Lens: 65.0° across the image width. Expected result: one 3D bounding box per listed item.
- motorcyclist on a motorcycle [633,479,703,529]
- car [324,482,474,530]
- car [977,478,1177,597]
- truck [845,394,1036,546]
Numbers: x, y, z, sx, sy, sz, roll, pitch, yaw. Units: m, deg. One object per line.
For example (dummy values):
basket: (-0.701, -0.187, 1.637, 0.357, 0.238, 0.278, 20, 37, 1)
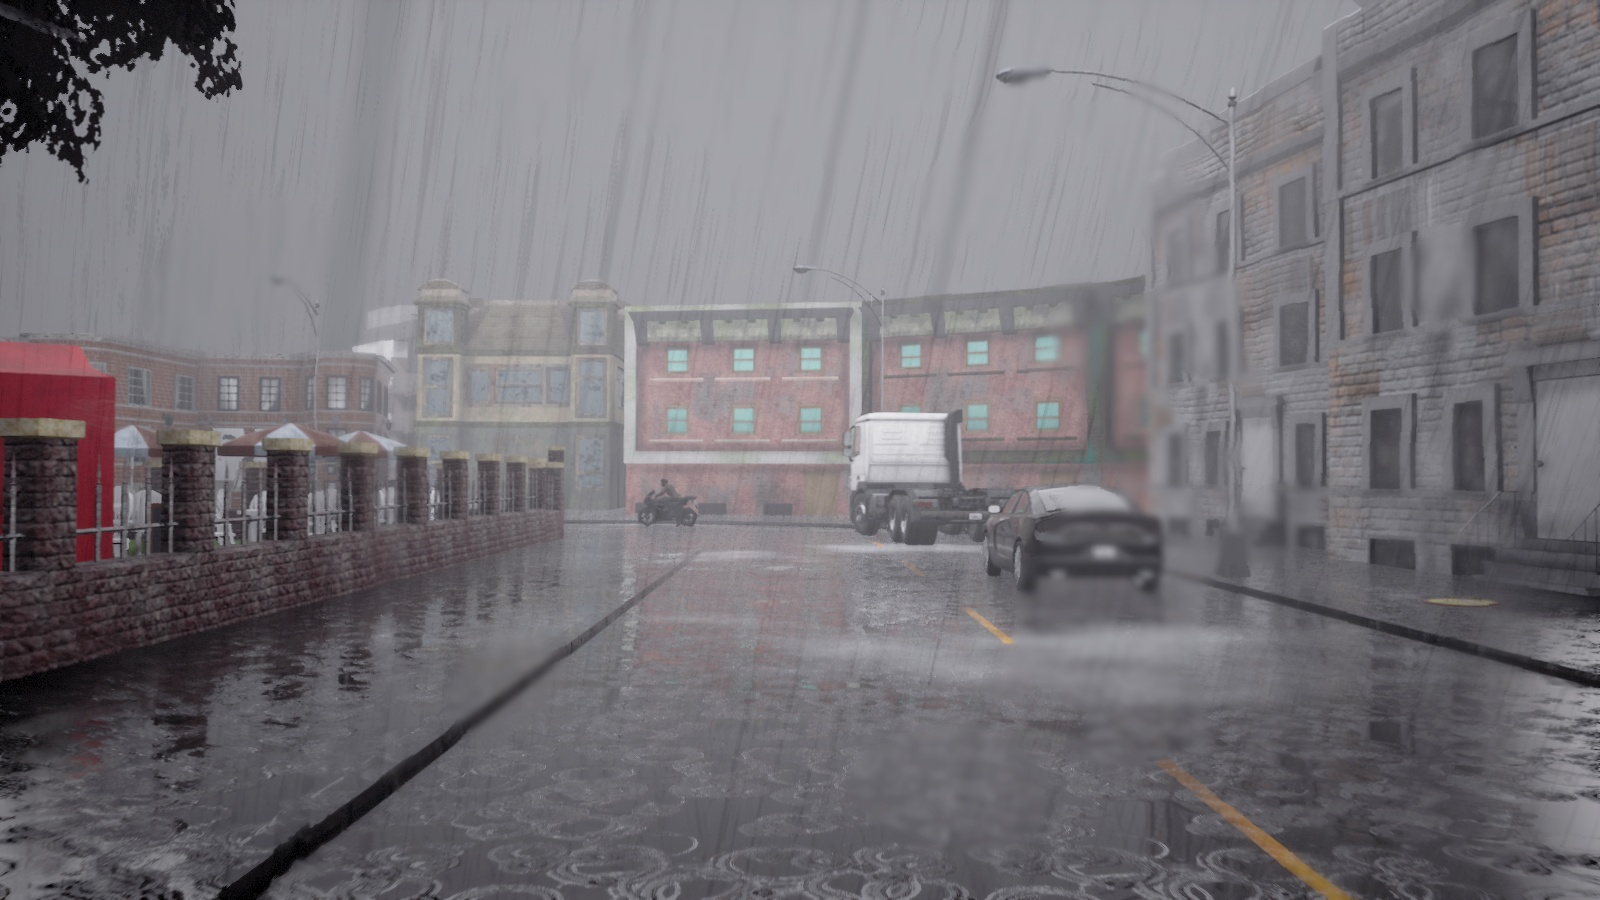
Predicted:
motorcyclist on a motorcycle: (-4.155, 1.694, 39.602, 2.044, 1.523, 0.797, -1, -1, 17)
car: (-12.752, 1.768, 40.075, 4.193, 1.474, 1.816, 0, -1, 0)
car: (3.953, 1.199, 18.842, 1.882, 1.535, 5.008, 0, -1, 0)
truck: (3.366, 0.544, 32.572, 2.891, 3.462, 7.936, 0, -1, -9)
